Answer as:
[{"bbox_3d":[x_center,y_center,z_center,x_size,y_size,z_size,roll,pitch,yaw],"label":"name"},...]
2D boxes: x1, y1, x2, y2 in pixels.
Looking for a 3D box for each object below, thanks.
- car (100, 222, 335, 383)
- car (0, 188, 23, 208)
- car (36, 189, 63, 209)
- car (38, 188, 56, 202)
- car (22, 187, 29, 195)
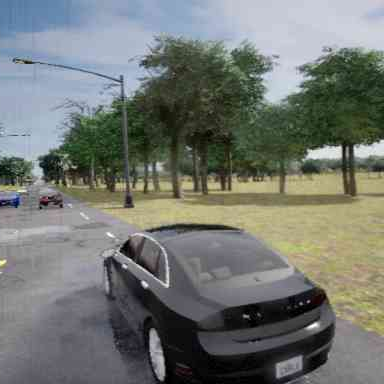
[{"bbox_3d":[-0.160,1.237,5.135,1.837,1.490,4.892,-4,3,-24],"label":"car"},{"bbox_3d":[-17.781,0.695,32.023,1.882,1.535,5.008,-4,3,-24],"label":"car"},{"bbox_3d":[-12.417,0.622,29.123,1.837,1.490,4.892,-4,3,-24],"label":"car"},{"bbox_3d":[-17.437,0.339,40.009,1.812,1.442,4.674,-4,3,-24],"label":"car"},{"bbox_3d":[-30.856,-0.095,60.788,1.812,1.442,4.674,-4,3,-25],"label":"car"}]
